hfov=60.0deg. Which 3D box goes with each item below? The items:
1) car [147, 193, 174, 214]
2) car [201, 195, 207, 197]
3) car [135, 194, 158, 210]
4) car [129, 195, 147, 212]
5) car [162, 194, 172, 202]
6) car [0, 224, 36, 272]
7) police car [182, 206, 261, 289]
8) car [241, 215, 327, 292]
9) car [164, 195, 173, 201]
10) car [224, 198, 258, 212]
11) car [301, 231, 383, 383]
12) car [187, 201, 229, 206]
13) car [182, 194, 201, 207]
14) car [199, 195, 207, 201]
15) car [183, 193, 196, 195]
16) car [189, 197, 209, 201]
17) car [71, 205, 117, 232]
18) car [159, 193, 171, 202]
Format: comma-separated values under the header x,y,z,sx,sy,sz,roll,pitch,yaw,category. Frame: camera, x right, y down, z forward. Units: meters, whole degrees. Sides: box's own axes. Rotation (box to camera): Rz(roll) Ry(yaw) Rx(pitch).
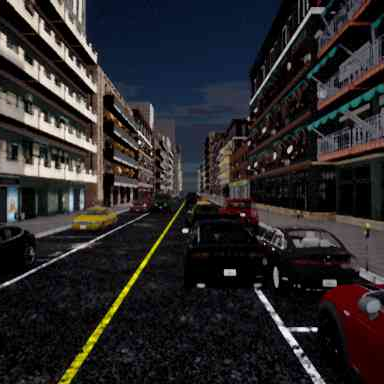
x,y,z,sx,sy,sz,roll,pitch,yaw,category
-3.110,1.174,35.540,2.150,2.045,5.566,0,0,0,car
2.671,1.427,70.841,1.752,1.417,4.829,0,0,0,car
-5.701,1.260,42.490,2.192,1.841,5.009,0,0,0,car
-5.700,1.393,36.854,1.967,1.590,4.097,0,0,0,car
-5.711,1.334,76.308,1.967,1.590,4.097,0,0,0,car
-5.693,1.556,8.671,1.947,1.339,4.313,0,0,0,car
0.752,1.415,9.273,1.930,1.638,5.238,0,0,0,police car
2.689,1.541,8.670,2.008,1.369,4.403,0,0,0,car
-5.713,1.429,81.945,1.887,1.381,4.507,0,0,0,car
2.686,1.291,19.943,2.192,1.841,5.009,0,0,0,car
2.690,1.437,3.034,1.967,1.590,4.097,0,0,0,car
0.815,1.488,19.170,1.837,1.490,4.892,0,0,0,car
0.003,1.444,46.446,1.837,1.490,4.892,0,0,0,car
2.668,1.429,81.943,1.887,1.381,4.507,0,0,0,car
-0.017,1.141,59.743,2.150,2.045,5.566,0,0,0,car
0.892,1.424,25.357,1.801,1.575,5.366,0,0,0,car
-5.695,1.502,19.774,1.752,1.417,4.829,0,0,0,car
-5.709,1.217,70.672,2.192,1.841,5.009,0,0,0,car
